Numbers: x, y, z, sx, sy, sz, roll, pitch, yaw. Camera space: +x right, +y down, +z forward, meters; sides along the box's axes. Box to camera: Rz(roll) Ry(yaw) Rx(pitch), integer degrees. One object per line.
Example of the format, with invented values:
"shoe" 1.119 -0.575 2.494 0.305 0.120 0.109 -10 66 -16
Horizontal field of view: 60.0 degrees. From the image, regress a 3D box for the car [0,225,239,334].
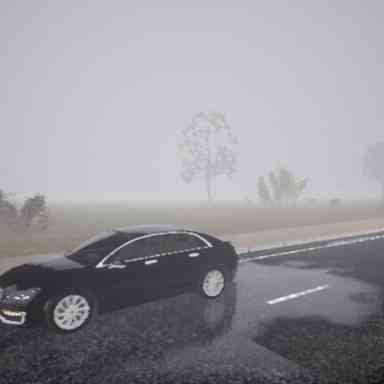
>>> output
"car" -1.206 1.488 6.806 4.892 1.490 1.837 -1 0 -35
